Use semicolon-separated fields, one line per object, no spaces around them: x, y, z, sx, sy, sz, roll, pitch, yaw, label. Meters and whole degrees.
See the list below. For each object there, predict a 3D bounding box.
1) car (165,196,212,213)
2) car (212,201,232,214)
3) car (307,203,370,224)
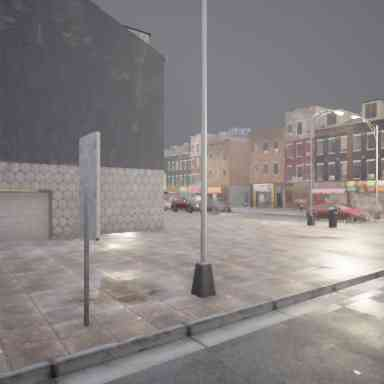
-0.477;1.413;37.201;2.192;1.841;5.009;0;0;-36;car
2.555;1.663;37.330;1.994;1.385;4.181;0;0;-35;car
11.062;1.575;25.410;1.812;1.442;4.674;0;0;-35;car
